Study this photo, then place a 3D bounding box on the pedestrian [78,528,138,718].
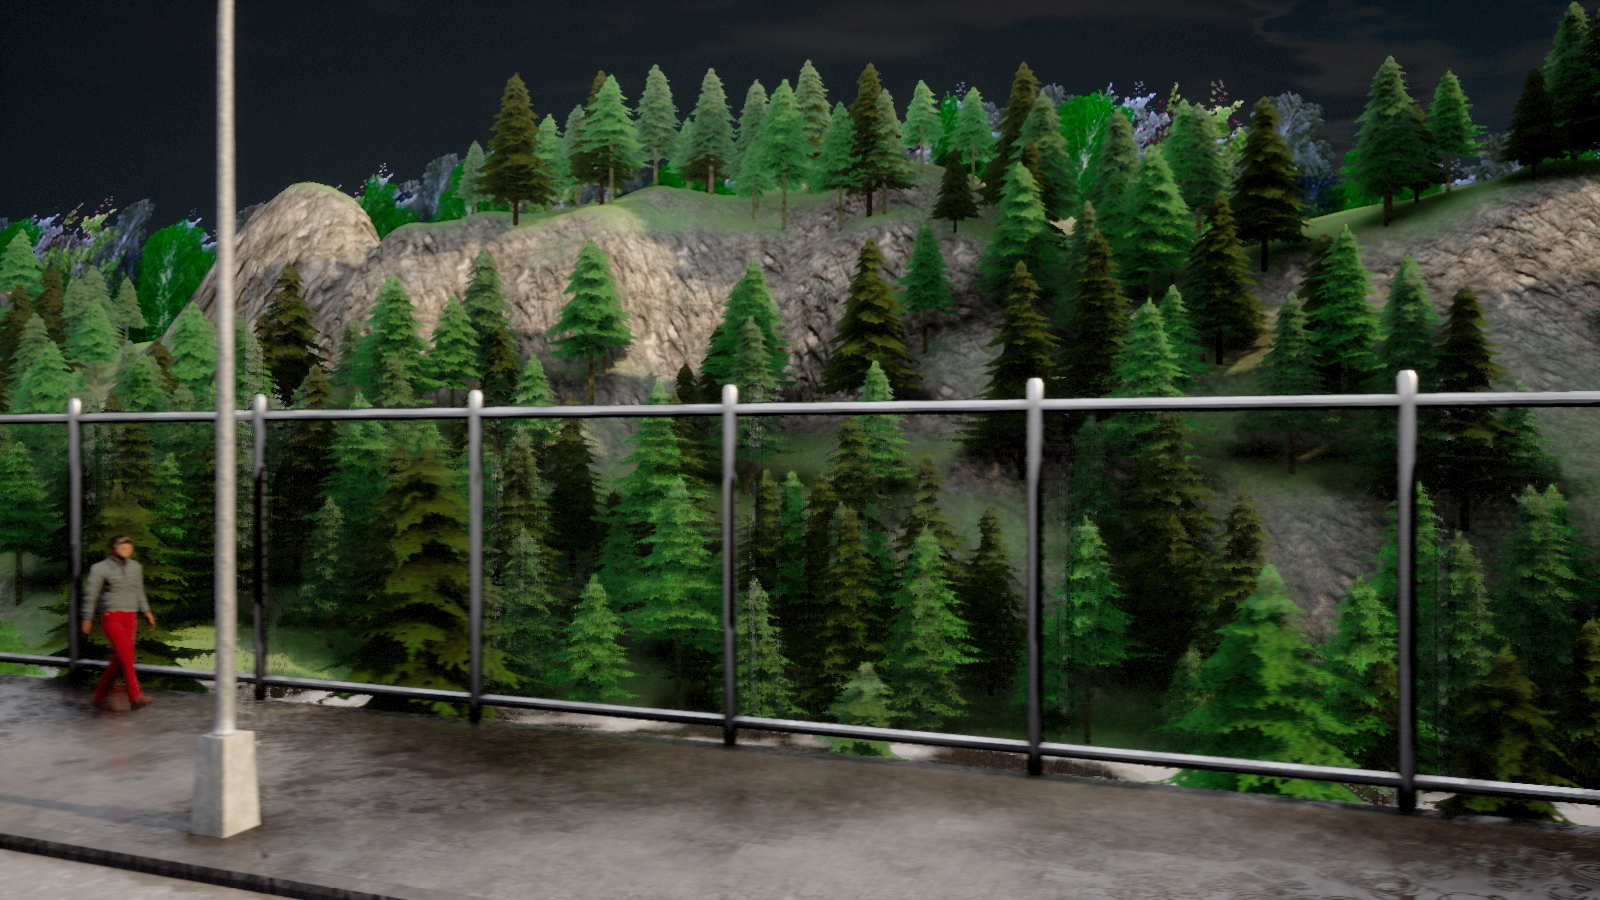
[{"bbox_3d":[-7.066,1.745,11.664,0.375,1.860,0.375,0,0,23],"label":"pedestrian"}]
